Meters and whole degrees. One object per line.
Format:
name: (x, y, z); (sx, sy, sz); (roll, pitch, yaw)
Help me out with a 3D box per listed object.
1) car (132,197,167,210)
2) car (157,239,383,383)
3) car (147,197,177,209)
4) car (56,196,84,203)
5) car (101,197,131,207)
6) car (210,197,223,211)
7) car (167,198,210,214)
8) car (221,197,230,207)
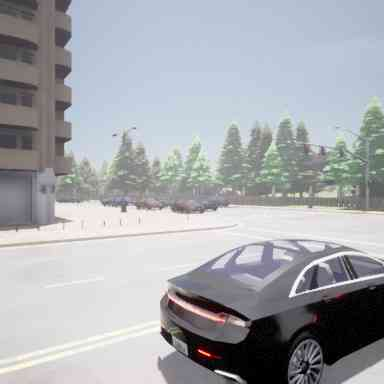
car: (-5.467, 1.469, 42.068); (1.812, 1.442, 4.674); (0, 0, -36)
car: (1.847, 1.491, 5.103); (4.902, 1.511, 2.128); (0, 0, -35)
car: (-4.206, 1.448, 46.227); (1.837, 1.490, 4.892); (0, 0, -37)
car: (-24.030, 1.491, 65.580); (5.357, 1.411, 2.033); (0, 0, 15)
car: (-11.642, 1.545, 49.934); (1.895, 1.301, 4.718); (0, 0, -45)
car: (1.047, 1.544, 38.935); (1.895, 1.301, 4.718); (0, 0, -35)
car: (-0.426, 1.508, 34.899); (1.994, 1.385, 4.181); (0, 0, -35)
car: (3.363, 1.435, 48.234); (2.128, 1.511, 4.902); (0, 0, -35)
